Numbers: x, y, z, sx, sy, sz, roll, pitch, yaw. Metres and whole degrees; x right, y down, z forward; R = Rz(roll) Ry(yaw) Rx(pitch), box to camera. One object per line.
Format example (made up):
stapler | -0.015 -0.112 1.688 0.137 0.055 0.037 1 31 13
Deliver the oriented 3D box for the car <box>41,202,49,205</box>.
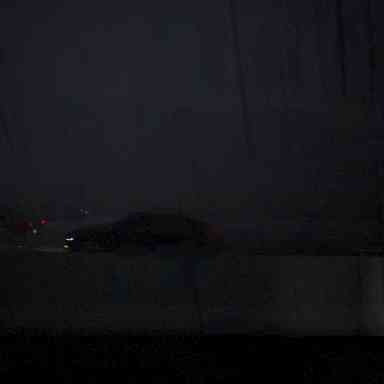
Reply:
car | -10.397 1.262 17.402 4.718 1.301 1.895 1 0 -3

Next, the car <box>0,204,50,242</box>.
car | -8.856 1.318 13.985 4.718 1.301 1.895 1 0 -3

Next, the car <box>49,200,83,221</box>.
car | -8.699 1.230 20.999 4.181 1.385 1.994 1 0 -3

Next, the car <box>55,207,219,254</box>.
car | -1.573 1.383 10.872 4.892 1.490 1.837 1 0 -3
